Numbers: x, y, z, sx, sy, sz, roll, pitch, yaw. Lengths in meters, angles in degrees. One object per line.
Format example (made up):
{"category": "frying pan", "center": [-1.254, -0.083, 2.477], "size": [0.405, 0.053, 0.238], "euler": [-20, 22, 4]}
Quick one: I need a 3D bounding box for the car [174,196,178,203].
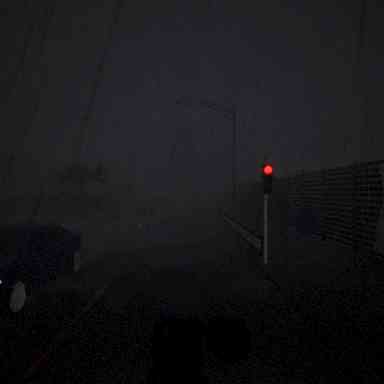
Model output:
{"category": "car", "center": [-3.916, 1.478, 68.021], "size": [1.882, 1.535, 5.008], "euler": [0, 0, 1]}

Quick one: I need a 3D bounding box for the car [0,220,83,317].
{"category": "car", "center": [-4.089, 1.477, 7.670], "size": [1.882, 1.535, 5.008], "euler": [0, 0, 0]}

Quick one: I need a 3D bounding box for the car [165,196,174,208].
{"category": "car", "center": [-4.027, 1.564, 47.294], "size": [1.994, 1.385, 4.181], "euler": [0, 0, 0]}

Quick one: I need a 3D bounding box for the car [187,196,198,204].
{"category": "car", "center": [0.094, 1.505, 63.222], "size": [1.837, 1.490, 4.892], "euler": [0, 0, 0]}

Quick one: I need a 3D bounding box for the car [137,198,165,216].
{"category": "car", "center": [-4.052, 1.526, 32.539], "size": [1.812, 1.442, 4.674], "euler": [0, 0, 0]}
